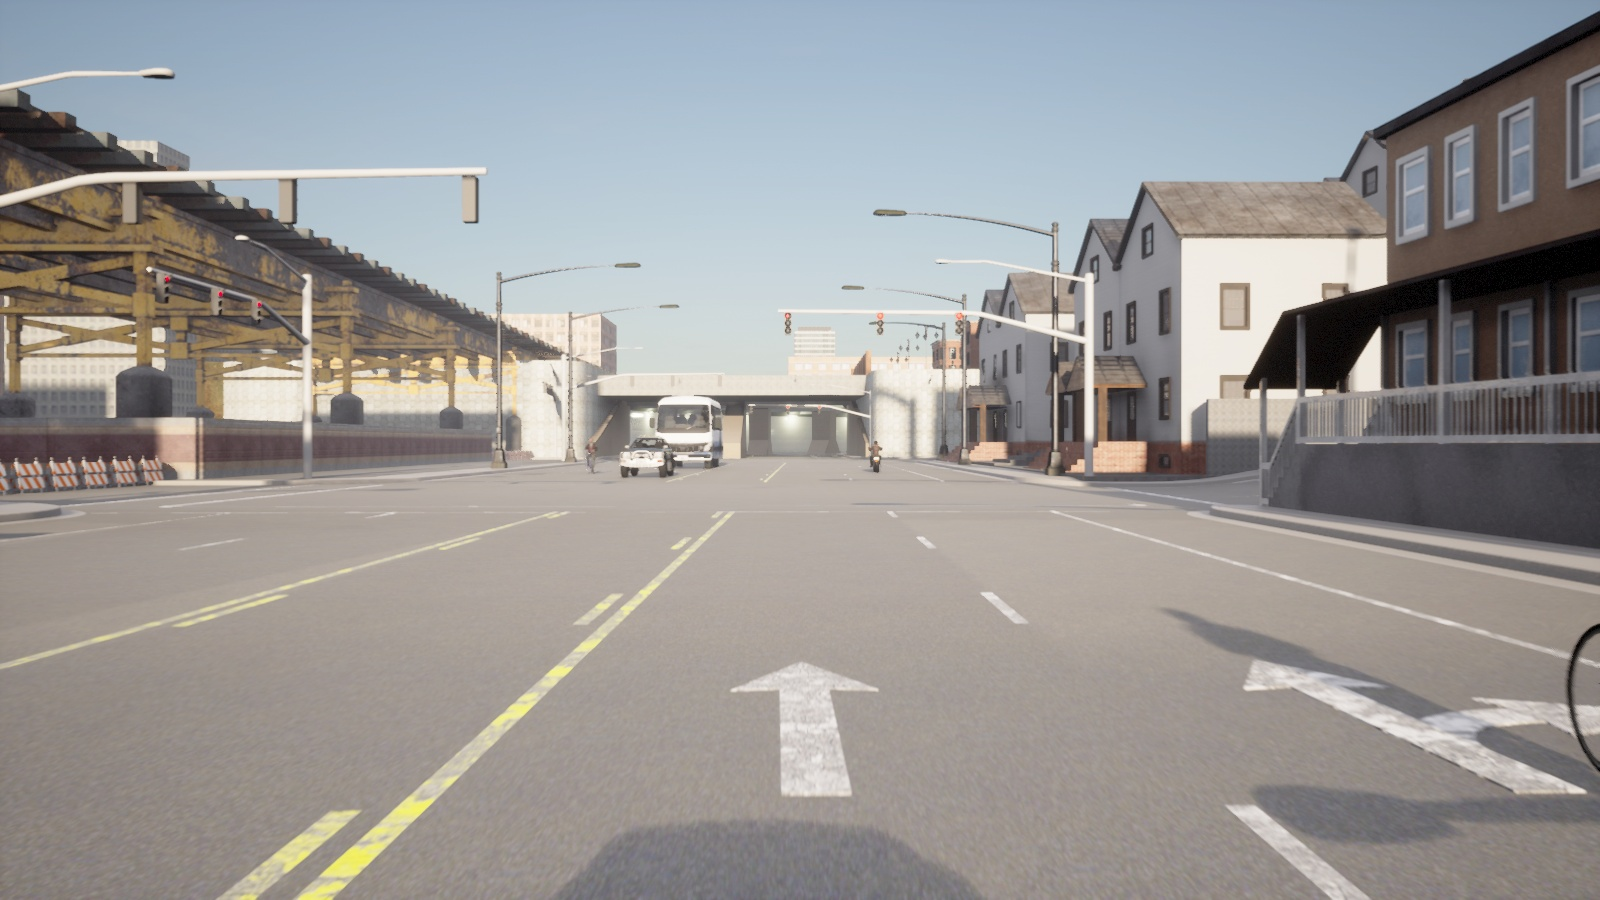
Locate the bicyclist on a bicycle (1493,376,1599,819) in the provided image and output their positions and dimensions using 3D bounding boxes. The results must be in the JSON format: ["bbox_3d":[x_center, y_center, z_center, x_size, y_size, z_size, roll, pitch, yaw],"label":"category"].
[{"bbox_3d":[3.534,0.592,4.890,0.659,1.776,1.843,0,1,1],"label":"bicyclist on a bicycle"}]

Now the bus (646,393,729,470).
[{"bbox_3d":[-6.554,-1.054,74.765,3.944,4.253,10.273,0,0,0],"label":"bus"}]

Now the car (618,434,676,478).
[{"bbox_3d":[-6.666,0.249,55.041,1.932,1.855,4.605,0,0,1],"label":"car"}]
